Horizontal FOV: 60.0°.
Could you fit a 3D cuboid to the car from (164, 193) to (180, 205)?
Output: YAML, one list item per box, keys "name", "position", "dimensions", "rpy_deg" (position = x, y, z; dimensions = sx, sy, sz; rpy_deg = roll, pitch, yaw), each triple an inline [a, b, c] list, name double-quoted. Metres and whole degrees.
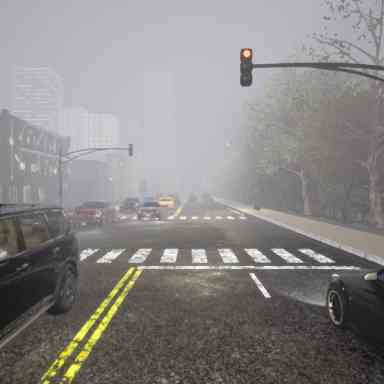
- name: "car"
  position: [-3.291, 1.200, 59.501]
  dimensions: [2.150, 2.045, 5.566]
  rpy_deg: [0, 0, 0]

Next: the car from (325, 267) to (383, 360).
- name: "car"
  position: [3.352, 1.563, 4.257]
  dimensions: [1.994, 1.385, 4.181]
  rpy_deg: [0, 0, 0]

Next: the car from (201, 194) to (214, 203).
- name: "car"
  position: [3.399, 1.576, 66.895]
  dimensions: [1.895, 1.301, 4.718]
  rpy_deg: [0, 0, 0]

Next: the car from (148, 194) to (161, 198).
- name: "car"
  position: [-6.556, 1.460, 52.468]
  dimensions: [1.882, 1.535, 5.008]
  rpy_deg: [0, 0, 0]

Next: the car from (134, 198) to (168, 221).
- name: "car"
  position: [-3.330, 1.518, 27.566]
  dimensions: [1.812, 1.442, 4.674]
  rpy_deg: [0, 0, 0]

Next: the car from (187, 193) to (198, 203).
- name: "car"
  position: [0.150, 1.453, 67.934]
  dimensions: [1.882, 1.535, 5.008]
  rpy_deg: [0, 0, 0]

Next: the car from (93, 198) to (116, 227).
- name: "car"
  position: [-6.585, 1.346, 22.491]
  dimensions: [2.097, 1.767, 4.553]
  rpy_deg: [0, 0, 0]

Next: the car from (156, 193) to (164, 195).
- name: "car"
  position: [-6.452, 1.198, 67.976]
  dimensions: [2.150, 2.045, 5.566]
  rpy_deg: [0, 0, 0]

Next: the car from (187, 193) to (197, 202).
- name: "car"
  position: [0.057, 1.194, 78.127]
  dimensions: [2.150, 2.045, 5.566]
  rpy_deg: [0, 0, 0]

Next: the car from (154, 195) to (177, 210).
- name: "car"
  position: [-3.319, 1.464, 42.274]
  dimensions: [1.882, 1.535, 5.008]
  rpy_deg: [0, 0, 0]

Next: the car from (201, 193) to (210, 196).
- name: "car"
  position: [3.306, 1.195, 76.875]
  dimensions: [2.150, 2.045, 5.566]
  rpy_deg: [0, 0, 0]

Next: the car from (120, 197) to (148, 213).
- name: "car"
  position: [-6.574, 1.341, 36.874]
  dimensions: [2.097, 1.767, 4.553]
  rpy_deg: [0, 0, 0]

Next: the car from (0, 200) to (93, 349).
- name: "car"
  position: [-3.348, 1.221, 4.636]
  dimensions: [2.150, 2.045, 5.566]
  rpy_deg: [0, 0, 0]
